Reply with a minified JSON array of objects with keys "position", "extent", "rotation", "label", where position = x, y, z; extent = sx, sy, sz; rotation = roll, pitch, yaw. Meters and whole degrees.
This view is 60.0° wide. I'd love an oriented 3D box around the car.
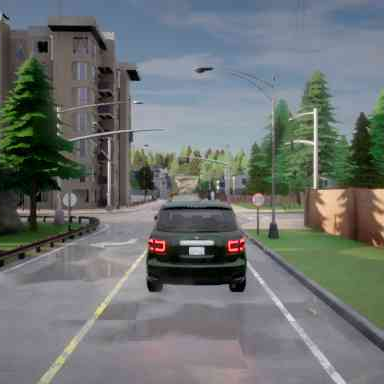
[{"position":[0.095,1.221,9.060],"extent":[2.150,2.045,5.566],"rotation":[0,0,0],"label":"car"}]
